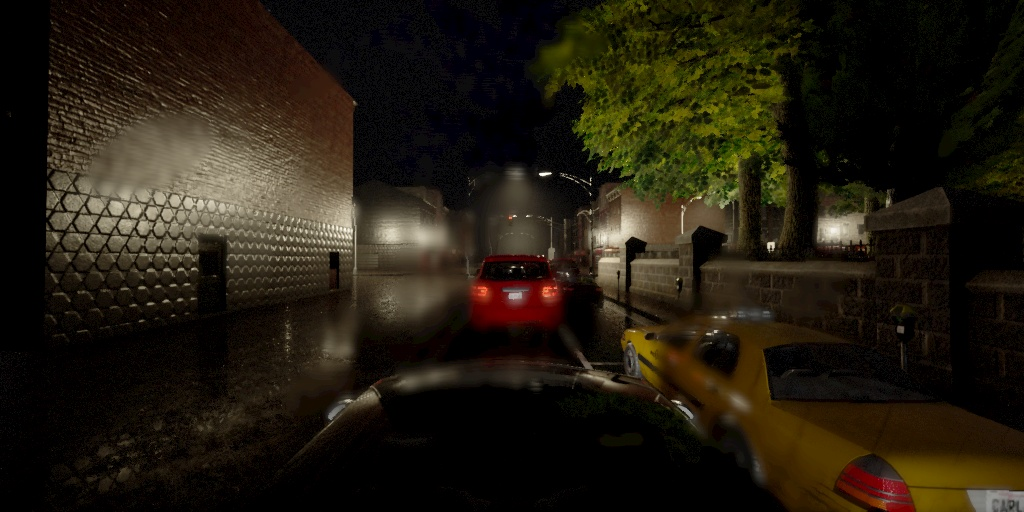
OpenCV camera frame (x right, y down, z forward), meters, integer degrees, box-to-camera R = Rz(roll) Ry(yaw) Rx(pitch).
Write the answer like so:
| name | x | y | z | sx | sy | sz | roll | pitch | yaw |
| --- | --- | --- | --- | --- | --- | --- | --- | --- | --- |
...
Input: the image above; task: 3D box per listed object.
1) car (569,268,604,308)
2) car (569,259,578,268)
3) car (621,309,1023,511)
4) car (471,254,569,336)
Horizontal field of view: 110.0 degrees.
| name | x | y | z | sx | sy | sz | roll | pitch | yaw |
| --- | --- | --- | --- | --- | --- | --- | --- | --- | --- |
| car | 2.633 | 1.339 | 14.928 | 1.802 | 1.307 | 4.207 | 0 | 0 | 0 |
| car | 2.631 | 1.078 | 20.377 | 2.192 | 1.841 | 5.009 | 0 | 0 | 0 |
| car | 2.637 | 1.276 | 4.200 | 1.751 | 1.417 | 4.829 | 0 | 0 | 0 |
| car | 0.096 | 0.975 | 10.515 | 2.150 | 2.045 | 5.566 | 0 | 0 | 0 |
